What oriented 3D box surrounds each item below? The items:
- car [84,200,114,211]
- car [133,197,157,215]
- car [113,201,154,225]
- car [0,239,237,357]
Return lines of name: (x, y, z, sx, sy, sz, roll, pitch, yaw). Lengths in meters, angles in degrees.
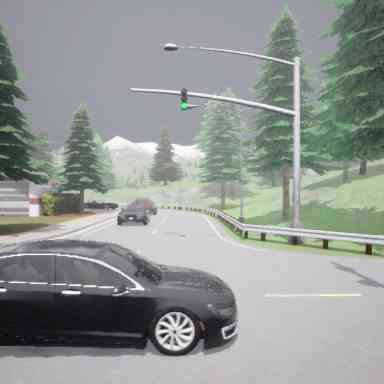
car: (-11.582, 1.608, 41.395, 4.718, 1.301, 1.895, 0, 0, 14)
car: (-4.974, 1.352, 33.686, 2.097, 1.767, 4.553, 0, 0, -19)
car: (-4.098, 1.564, 23.899, 1.994, 1.385, 4.181, 0, 0, -2)
car: (-1.720, 1.580, 5.390, 4.892, 1.490, 1.837, 1, 0, -1)
